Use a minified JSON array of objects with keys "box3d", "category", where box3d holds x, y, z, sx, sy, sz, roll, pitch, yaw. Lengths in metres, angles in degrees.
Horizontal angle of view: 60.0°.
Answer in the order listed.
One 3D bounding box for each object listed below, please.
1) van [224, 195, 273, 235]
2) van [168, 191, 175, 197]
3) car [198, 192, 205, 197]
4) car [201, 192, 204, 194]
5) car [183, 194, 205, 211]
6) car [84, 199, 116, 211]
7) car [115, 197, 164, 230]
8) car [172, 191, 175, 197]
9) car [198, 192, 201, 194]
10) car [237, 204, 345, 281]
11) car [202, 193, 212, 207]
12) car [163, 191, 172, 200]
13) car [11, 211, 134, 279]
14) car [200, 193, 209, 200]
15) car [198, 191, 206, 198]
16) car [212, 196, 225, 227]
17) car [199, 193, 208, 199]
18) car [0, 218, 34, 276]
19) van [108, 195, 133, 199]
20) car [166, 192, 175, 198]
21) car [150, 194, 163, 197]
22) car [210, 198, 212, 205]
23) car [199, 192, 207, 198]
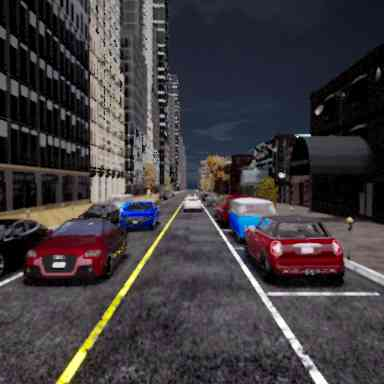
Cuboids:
[{"box3d":[2.670,1.202,15.287,1.690,1.788,3.998,-1,1,0],"category":"van"},{"box3d":[-5.705,0.495,94.353,1.690,1.788,3.998,-1,1,0],"category":"van"},{"box3d":[2.649,0.720,94.302,1.947,1.339,4.313,-1,1,0],"category":"car"},{"box3d":[2.660,1.021,60.440,1.947,1.339,4.313,-1,1,0],"category":"car"},{"box3d":[0.090,1.212,34.521,1.812,1.442,4.674,0,1,0],"category":"car"},{"box3d":[-5.675,1.375,20.985,1.947,1.339,4.313,-1,1,0],"category":"car"},{"box3d":[-3.007,1.295,20.046,1.882,1.535,5.008,0,1,0],"category":"car"},{"box3d":[-5.695,0.743,77.422,1.967,1.590,4.097,-1,1,0],"category":"car"},{"box3d":[0.081,1.064,50.964,1.812,1.442,4.674,0,1,0],"category":"car"},{"box3d":[2.673,1.352,9.644,1.967,1.590,4.097,-1,1,0],"category":"car"},{"box3d":[2.665,1.157,43.508,2.008,1.369,4.403,-1,1,0],"category":"car"},{"box3d":[-5.689,0.970,66.135,1.947,1.339,4.313,-1,1,0],"category":"car"},{"box3d":[-3.094,1.475,9.663,1.994,1.385,4.181,0,1,-1],"category":"car"},{"box3d":[2.656,0.899,71.727,1.887,1.381,4.507,-1,1,0],"category":"car"},{"box3d":[2.649,0.644,88.657,1.967,1.590,4.097,-1,1,0],"category":"car"},{"box3d":[2.668,1.124,20.930,2.192,1.841,5.009,-1,1,0],"category":"car"},{"box3d":[2.654,0.885,77.371,1.802,1.307,4.206,-1,1,0],"category":"car"},{"box3d":[-5.672,1.477,9.696,1.947,1.339,4.313,-1,1,0],"category":"car"},{"box3d":[-5.681,1.099,26.627,1.690,1.788,3.998,-1,1,0],"category":"van"},{"box3d":[-5.696,0.769,88.711,1.947,1.339,4.313,-1,1,0],"category":"car"},{"box3d":[-5.685,1.082,49.034,1.752,1.417,4.829,-1,1,0],"category":"car"},{"box3d":[2.670,1.340,26.576,1.802,1.307,4.206,-1,1,0],"category":"car"},{"box3d":[2.652,0.777,83.184,1.752,1.417,4.829,-1,1,0],"category":"car"}]
